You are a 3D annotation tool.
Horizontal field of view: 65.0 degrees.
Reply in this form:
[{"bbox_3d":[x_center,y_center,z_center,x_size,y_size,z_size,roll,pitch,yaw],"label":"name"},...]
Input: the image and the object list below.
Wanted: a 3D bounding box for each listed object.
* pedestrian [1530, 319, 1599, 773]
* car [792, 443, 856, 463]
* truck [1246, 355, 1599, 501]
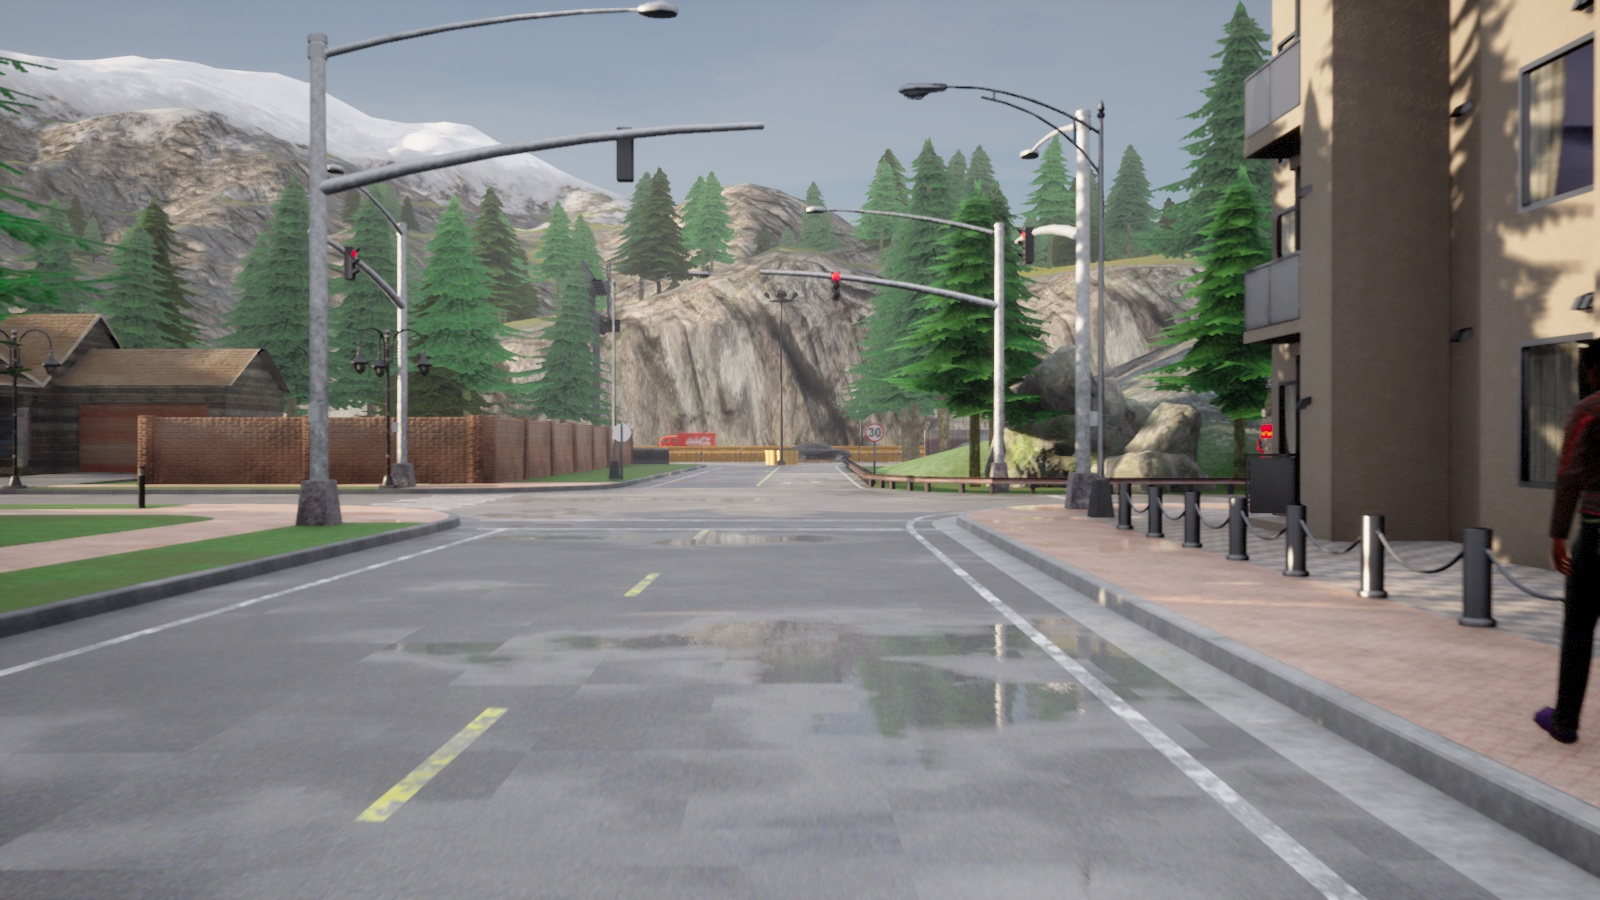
[{"bbox_3d":[3.389,0.381,5.218,0.328,1.805,0.869,0,0,10],"label":"pedestrian"},{"bbox_3d":[1.817,0.223,97.493,4.892,1.490,1.837,0,0,-1],"label":"car"},{"bbox_3d":[16.916,-0.582,34.253,8.468,3.827,2.891,0,0,0],"label":"truck"}]
